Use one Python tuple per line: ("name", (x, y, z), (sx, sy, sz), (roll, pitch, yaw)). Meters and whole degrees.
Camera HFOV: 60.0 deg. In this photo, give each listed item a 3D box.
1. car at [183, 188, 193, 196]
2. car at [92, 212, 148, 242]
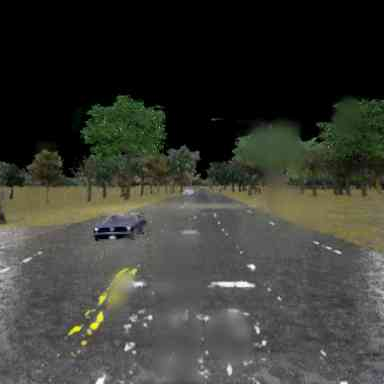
("car", (-0.940, 0.021, 83.615), (2.150, 2.045, 5.566), (0, 1, 6))
("car", (-3.484, 1.726, 16.809), (1.895, 1.301, 4.718), (-2, -1, 0))
